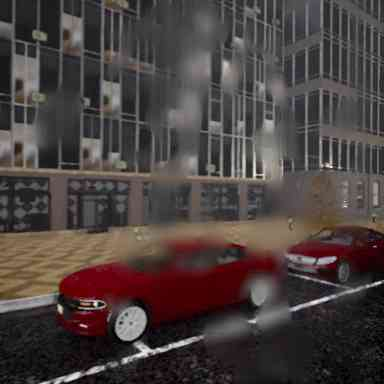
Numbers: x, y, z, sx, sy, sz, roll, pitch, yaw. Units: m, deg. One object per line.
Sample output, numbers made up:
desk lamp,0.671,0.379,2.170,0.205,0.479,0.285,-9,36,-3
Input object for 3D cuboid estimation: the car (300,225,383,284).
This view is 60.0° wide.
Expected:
car,4.447,1.662,9.728,4.206,1.307,1.802,1,0,-35

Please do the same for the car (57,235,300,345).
car,-0.188,1.575,6.422,4.507,1.381,1.887,1,0,-35
